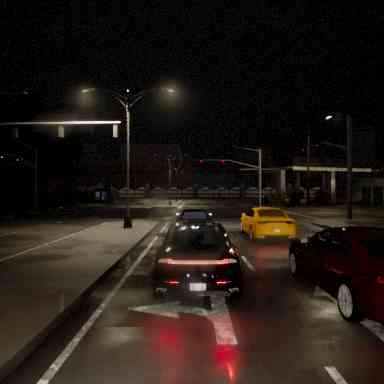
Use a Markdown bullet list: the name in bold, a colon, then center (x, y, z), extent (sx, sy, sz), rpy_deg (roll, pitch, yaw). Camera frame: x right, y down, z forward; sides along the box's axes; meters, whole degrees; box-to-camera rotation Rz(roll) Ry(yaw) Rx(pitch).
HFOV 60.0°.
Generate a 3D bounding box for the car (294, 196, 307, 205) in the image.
- **car**: center (18.986, 1.456, 57.497), extent (1.970, 1.475, 3.806), rpy_deg (0, 0, 0)

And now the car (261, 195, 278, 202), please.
- **car**: center (13.240, 1.295, 56.738), extent (2.242, 1.667, 4.611), rpy_deg (0, 0, 0)

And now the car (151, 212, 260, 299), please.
- **car**: center (0.104, 1.492, 8.399), extent (2.128, 1.511, 4.902), rpy_deg (0, 0, 0)

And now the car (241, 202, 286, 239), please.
- **car**: center (3.610, 1.478, 16.490), extent (1.882, 1.535, 5.008), rpy_deg (0, 0, 0)

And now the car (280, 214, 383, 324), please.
- **car**: center (3.603, 1.478, 7.238), extent (1.882, 1.535, 5.008), rpy_deg (0, 0, 0)

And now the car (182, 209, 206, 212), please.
- **car**: center (0.111, 1.564, 17.168), extent (1.994, 1.385, 4.181), rpy_deg (0, 0, -1)
